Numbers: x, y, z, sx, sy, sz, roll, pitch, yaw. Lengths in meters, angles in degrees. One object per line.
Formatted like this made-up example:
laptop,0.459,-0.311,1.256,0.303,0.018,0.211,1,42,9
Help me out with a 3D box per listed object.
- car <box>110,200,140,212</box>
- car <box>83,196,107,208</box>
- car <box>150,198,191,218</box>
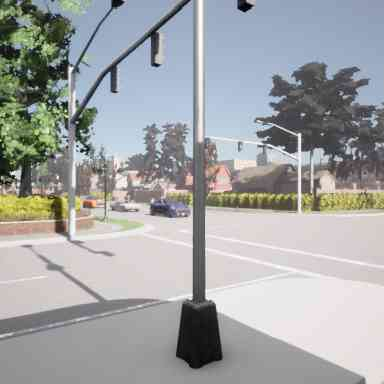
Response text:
car,-7.822,1.601,38.726,1.895,1.301,4.718,0,0,-36
car,-13.712,1.352,46.866,2.097,1.767,4.553,0,0,-36
car,-2.078,1.352,30.790,2.097,1.767,4.553,0,0,-36
